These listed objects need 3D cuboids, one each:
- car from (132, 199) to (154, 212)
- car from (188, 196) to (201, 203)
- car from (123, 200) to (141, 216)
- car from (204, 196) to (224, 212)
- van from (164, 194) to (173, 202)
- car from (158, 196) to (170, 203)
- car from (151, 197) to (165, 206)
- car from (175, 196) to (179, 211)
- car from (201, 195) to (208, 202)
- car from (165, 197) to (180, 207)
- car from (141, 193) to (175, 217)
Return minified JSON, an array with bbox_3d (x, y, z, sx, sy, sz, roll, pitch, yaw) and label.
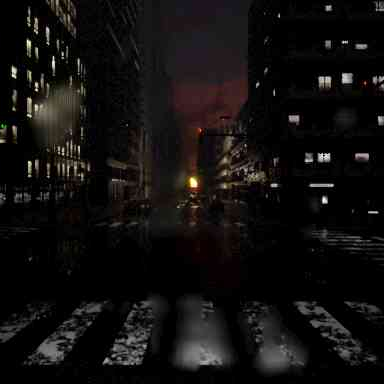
[{"bbox_3d":[-5.621,1.555,38.687,1.947,1.339,4.313,-1,0,0],"label":"car"},{"bbox_3d":[0.211,1.488,70.975,2.128,1.511,4.902,0,0,0],"label":"car"},{"bbox_3d":[-5.634,1.516,32.863,1.752,1.417,4.829,-1,0,0],"label":"car"},{"bbox_3d":[2.759,1.540,38.669,2.008,1.369,4.403,-1,0,0],"label":"car"},{"bbox_3d":[-5.537,1.323,78.270,1.690,1.788,3.998,-1,0,0],"label":"van"},{"bbox_3d":[-5.559,1.529,66.960,1.887,1.381,4.507,-1,0,0],"label":"car"},{"bbox_3d":[-5.584,1.531,55.651,1.887,1.381,4.507,-1,0,0],"label":"car"},{"bbox_3d":[-3.006,1.210,41.642,2.150,2.045,5.566,0,0,0],"label":"car"},{"bbox_3d":[2.832,1.423,72.597,1.967,1.590,4.097,-1,0,0],"label":"car"},{"bbox_3d":[-2.976,1.534,52.186,2.033,1.411,5.357,0,0,0],"label":"car"},{"bbox_3d":[-3.037,1.213,31.163,2.150,2.045,5.566,0,0,0],"label":"car"}]
